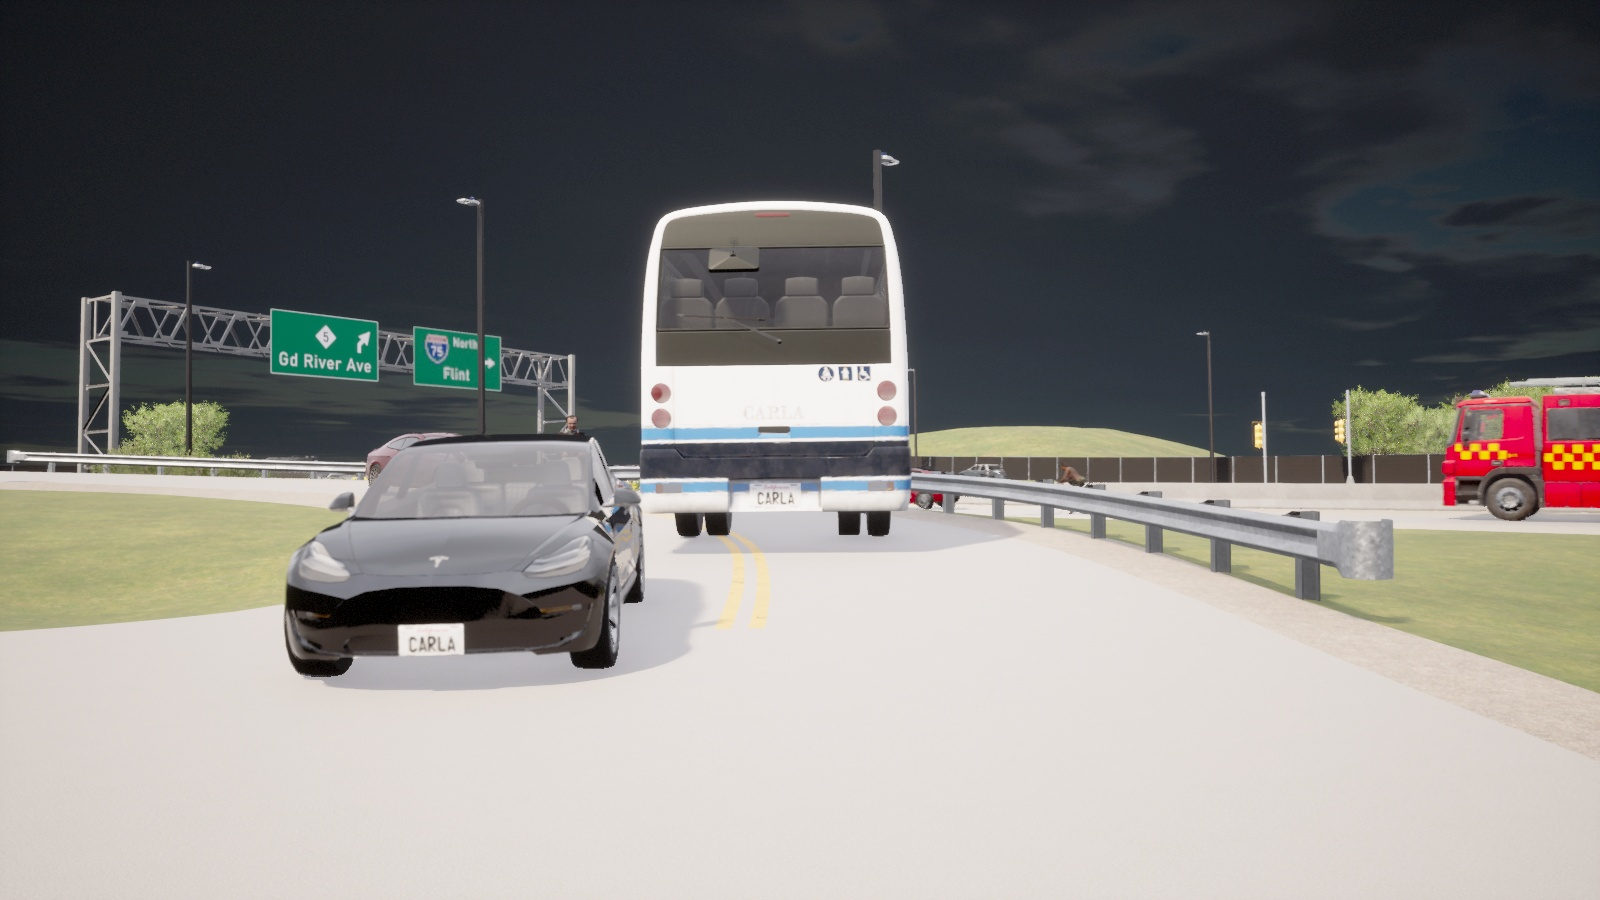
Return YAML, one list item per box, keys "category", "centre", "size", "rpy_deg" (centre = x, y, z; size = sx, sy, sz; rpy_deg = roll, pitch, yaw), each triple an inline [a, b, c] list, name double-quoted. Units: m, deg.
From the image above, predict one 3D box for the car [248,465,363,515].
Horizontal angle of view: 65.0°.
- category: "car"
  centre: [-19.301, 1.574, 48.996]
  size: [4.605, 1.855, 1.932]
  rpy_deg: [-2, -2, 35]

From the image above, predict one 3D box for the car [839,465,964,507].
- category: "car"
  centre: [3.674, 1.320, 45.844]
  size: [4.193, 1.474, 1.816]
  rpy_deg: [-2, -2, 35]

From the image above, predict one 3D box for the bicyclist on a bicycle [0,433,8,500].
- category: "bicyclist on a bicycle"
  centre: [-19.885, 0.403, 29.890]
  size: [0.582, 1.620, 1.656]
  rpy_deg: [0, 0, 35]

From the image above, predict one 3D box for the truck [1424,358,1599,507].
- category: "truck"
  centre: [21.589, -0.458, 33.441]
  size: [8.468, 3.827, 2.891]
  rpy_deg: [-2, -2, 35]

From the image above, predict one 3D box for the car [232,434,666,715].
- category: "car"
  centre: [-2.227, 0.666, 9.493]
  size: [2.163, 1.488, 4.792]
  rpy_deg: [-2, 1, -4]

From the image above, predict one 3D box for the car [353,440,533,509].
- category: "car"
  centre: [-8.147, 0.506, 28.430]
  size: [4.674, 1.442, 1.812]
  rpy_deg: [0, 1, 44]

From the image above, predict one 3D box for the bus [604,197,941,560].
- category: "bus"
  centre: [-0.216, -0.932, 20.305]
  size: [3.944, 4.253, 10.273]
  rpy_deg: [-2, 1, 1]

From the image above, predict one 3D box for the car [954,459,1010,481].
- category: "car"
  centre: [12.669, 1.418, 87.570]
  size: [1.970, 1.475, 3.806]
  rpy_deg: [-1, -1, -28]
